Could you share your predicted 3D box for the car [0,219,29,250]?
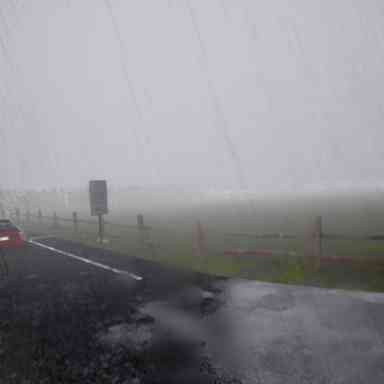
[{"bbox_3d":[-9.131,2.003,15.614,1.994,1.385,4.181,-3,0,-38],"label":"car"}]
